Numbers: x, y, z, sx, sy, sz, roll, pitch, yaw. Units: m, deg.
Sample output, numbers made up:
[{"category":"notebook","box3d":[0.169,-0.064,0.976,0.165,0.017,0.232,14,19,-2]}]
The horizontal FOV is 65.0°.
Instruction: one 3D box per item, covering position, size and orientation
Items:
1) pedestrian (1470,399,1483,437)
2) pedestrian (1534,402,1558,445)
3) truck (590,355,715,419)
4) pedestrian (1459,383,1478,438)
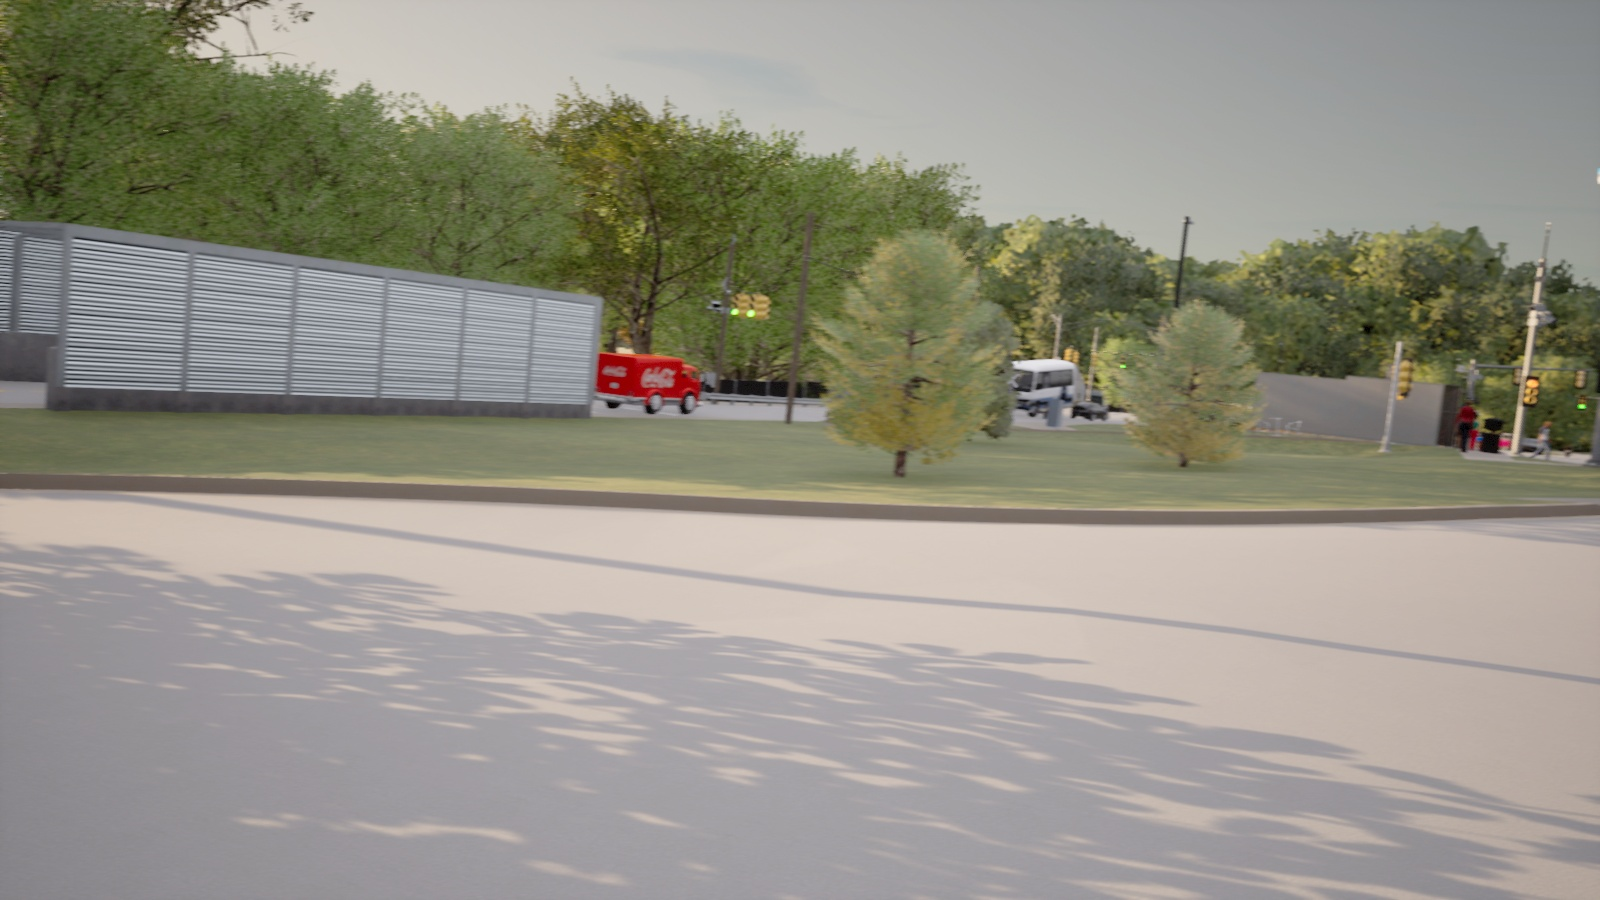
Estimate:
[{"category":"pedestrian","box3d":[33.447,-1.568,62.098,0.345,1.836,0.594,7,3,32]},{"category":"pedestrian","box3d":[32.547,-1.156,54.775,0.706,1.836,0.354,7,4,35]},{"category":"truck","box3d":[-6.358,-2.747,54.787,2.627,2.467,5.204,7,6,31]},{"category":"pedestrian","box3d":[22.896,-1.345,43.013,0.331,1.846,0.636,6,3,25]}]
